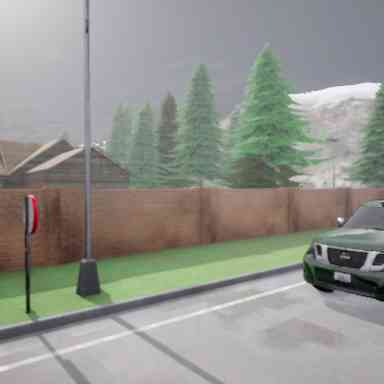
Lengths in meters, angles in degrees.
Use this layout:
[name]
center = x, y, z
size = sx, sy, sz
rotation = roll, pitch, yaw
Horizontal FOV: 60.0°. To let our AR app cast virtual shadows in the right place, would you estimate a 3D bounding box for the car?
[car]
center = 4.953, 1.179, 7.721
size = 5.566, 2.045, 2.150
rotation = 0, 0, -37
